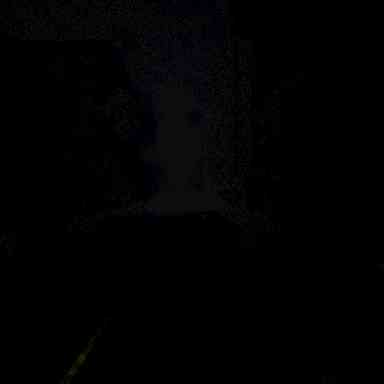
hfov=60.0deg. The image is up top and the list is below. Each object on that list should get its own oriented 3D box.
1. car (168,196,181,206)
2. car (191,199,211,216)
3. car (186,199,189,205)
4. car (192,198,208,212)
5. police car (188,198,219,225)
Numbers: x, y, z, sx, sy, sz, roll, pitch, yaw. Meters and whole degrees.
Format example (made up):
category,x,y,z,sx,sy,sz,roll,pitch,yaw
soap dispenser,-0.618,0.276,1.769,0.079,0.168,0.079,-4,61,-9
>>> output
category,x,y,z,sx,sy,sz,roll,pitch,yaw
car,-3.063,1.492,58.259,2.097,1.767,4.553,0,0,1
car,0.892,1.563,34.665,1.882,1.535,5.008,0,0,0
car,-0.015,1.710,61.039,1.994,1.385,4.181,0,0,0
car,0.891,1.555,40.856,1.801,1.575,5.366,0,0,0
police car,0.894,1.487,24.776,1.930,1.638,5.238,0,0,0
